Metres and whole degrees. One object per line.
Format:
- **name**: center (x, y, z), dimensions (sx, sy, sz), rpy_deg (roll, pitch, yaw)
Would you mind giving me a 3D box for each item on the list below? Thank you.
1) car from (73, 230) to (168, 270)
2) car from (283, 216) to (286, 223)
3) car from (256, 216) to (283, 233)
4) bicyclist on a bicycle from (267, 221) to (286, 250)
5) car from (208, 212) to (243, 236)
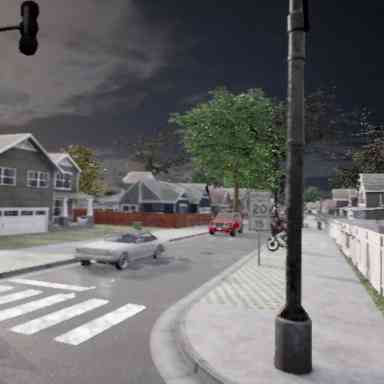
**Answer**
- **car**: center (-2.811, 2.316, 14.085), dimensions (1.895, 1.301, 4.718), rpy_deg (1, -3, 20)
- **car**: center (15.411, 4.725, 55.810), dimensions (1.837, 1.490, 4.892), rpy_deg (1, -4, 20)
- **car**: center (8.192, 3.419, 35.826), dimensions (2.097, 1.767, 4.553), rpy_deg (1, -3, 20)
- **bicyclist on a bicycle**: center (4.920, 2.432, 18.214), dimensions (1.656, 1.620, 0.582), rpy_deg (0, -3, 20)
- **car**: center (3.241, 2.906, 30.782), dimensions (2.150, 2.045, 5.566), rpy_deg (1, -3, 20)
